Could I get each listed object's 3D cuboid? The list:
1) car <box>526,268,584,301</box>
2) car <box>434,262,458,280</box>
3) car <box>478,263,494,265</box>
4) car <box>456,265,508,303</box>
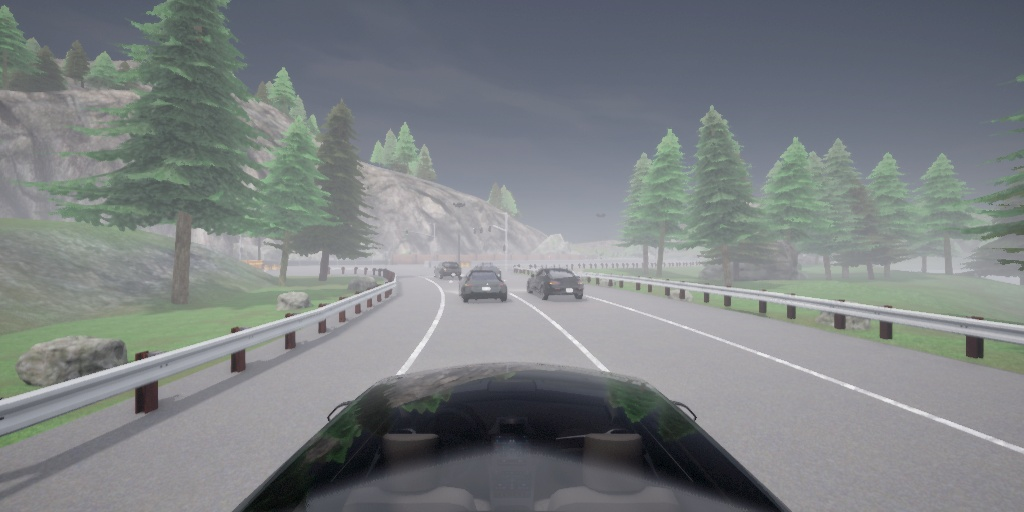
[{"bbox_3d":[2.004,1.282,17.433,1.812,1.442,4.674,0,0,-11],"label":"car"},{"bbox_3d":[-5.675,1.265,31.487,1.837,1.490,4.892,0,0,-21],"label":"car"},{"bbox_3d":[-2.417,1.321,32.766,1.994,1.385,4.181,0,0,-21],"label":"car"},{"bbox_3d":[-1.435,1.321,16.782,1.994,1.385,4.181,0,0,-11],"label":"car"}]
